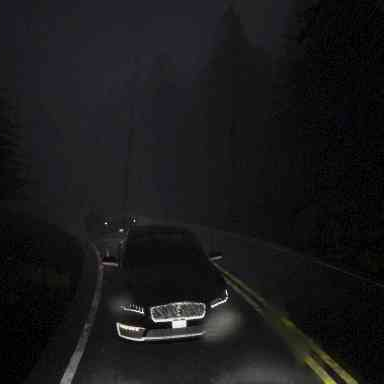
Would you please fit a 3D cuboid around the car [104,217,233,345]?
[{"bbox_3d":[-0.641,1.494,6.775,1.837,1.490,4.892,-1,0,-11],"label":"car"}]

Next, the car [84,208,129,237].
[{"bbox_3d":[-4.617,1.609,18.511,1.895,1.301,4.718,-3,1,-29],"label":"car"}]
